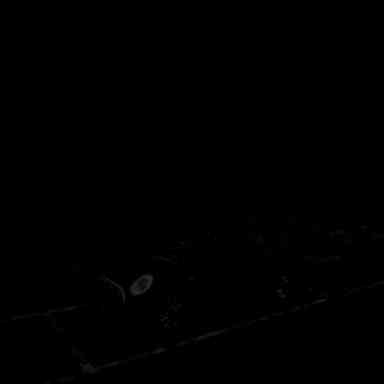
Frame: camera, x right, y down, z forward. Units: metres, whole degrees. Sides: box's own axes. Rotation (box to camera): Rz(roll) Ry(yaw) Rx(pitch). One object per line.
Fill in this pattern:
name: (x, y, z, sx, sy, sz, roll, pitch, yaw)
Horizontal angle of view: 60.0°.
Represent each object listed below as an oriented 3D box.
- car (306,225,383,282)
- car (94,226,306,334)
car: (4.618, 1.673, 9.935, 4.206, 1.307, 1.802, 1, 0, -35)
car: (0.150, 1.478, 6.752, 4.097, 1.590, 1.967, 1, 0, -35)
